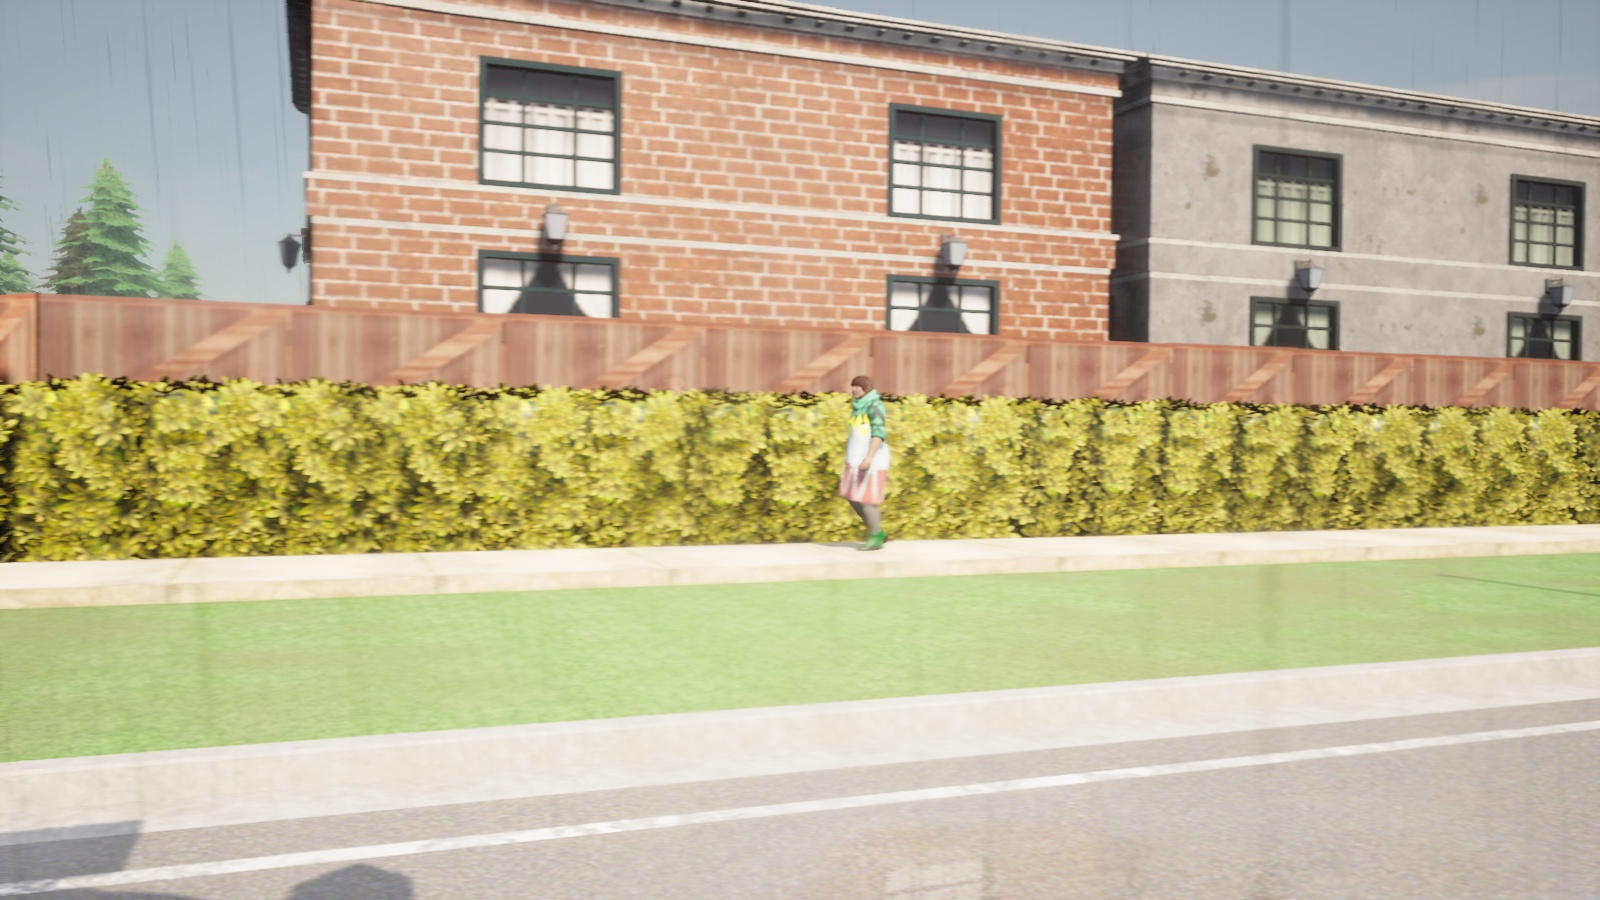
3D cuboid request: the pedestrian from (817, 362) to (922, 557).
[{"bbox_3d":[0.718,0.087,13.004,0.873,1.952,0.659,-1,1,-21],"label":"pedestrian"}]
